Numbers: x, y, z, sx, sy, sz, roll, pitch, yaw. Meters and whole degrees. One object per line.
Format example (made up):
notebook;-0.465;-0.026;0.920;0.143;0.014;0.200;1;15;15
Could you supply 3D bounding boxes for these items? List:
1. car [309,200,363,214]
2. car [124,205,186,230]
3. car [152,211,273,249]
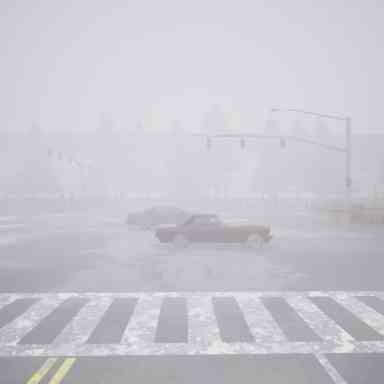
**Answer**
car;15.408;1.547;35.515;5.357;1.411;2.033;0;0;-2
car;-1.462;1.547;20.791;5.357;1.411;2.033;0;0;-2
car;0.888;1.601;13.861;4.718;1.301;1.895;0;0;-2
